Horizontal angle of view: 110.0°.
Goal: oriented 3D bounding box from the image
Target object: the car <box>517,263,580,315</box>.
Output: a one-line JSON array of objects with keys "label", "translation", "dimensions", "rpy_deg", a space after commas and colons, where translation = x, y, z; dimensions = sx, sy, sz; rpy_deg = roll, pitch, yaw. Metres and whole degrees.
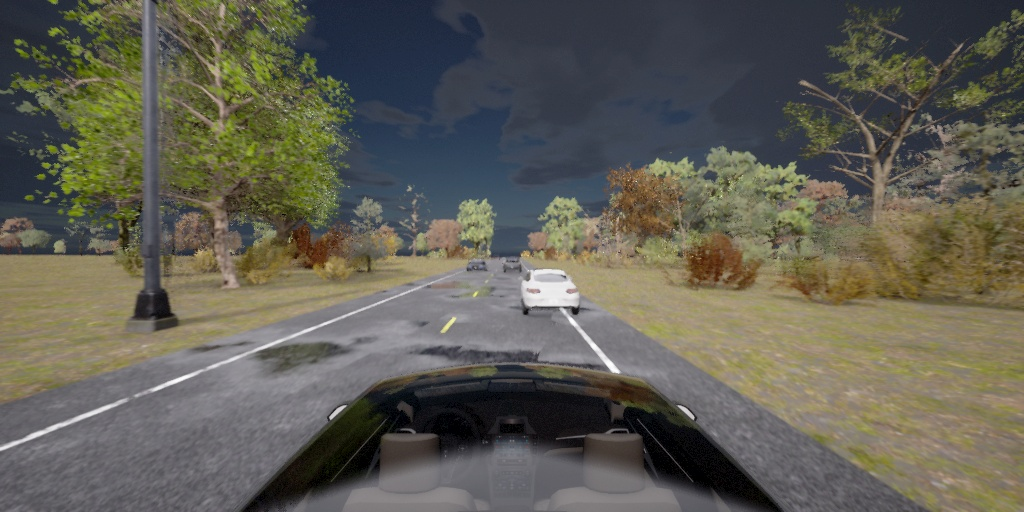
[{"label": "car", "translation": [1.229, 1.149, 12.848], "dimensions": [1.812, 1.442, 4.674], "rpy_deg": [0, 1, 0]}]

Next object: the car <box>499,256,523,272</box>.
[{"label": "car", "translation": [0.067, 0.867, 37.279], "dimensions": [2.128, 1.511, 4.902], "rpy_deg": [0, 1, 0]}]

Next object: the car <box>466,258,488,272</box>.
[{"label": "car", "translation": [-3.568, 0.941, 36.972], "dimensions": [1.994, 1.385, 4.181], "rpy_deg": [0, 0, 0]}]
